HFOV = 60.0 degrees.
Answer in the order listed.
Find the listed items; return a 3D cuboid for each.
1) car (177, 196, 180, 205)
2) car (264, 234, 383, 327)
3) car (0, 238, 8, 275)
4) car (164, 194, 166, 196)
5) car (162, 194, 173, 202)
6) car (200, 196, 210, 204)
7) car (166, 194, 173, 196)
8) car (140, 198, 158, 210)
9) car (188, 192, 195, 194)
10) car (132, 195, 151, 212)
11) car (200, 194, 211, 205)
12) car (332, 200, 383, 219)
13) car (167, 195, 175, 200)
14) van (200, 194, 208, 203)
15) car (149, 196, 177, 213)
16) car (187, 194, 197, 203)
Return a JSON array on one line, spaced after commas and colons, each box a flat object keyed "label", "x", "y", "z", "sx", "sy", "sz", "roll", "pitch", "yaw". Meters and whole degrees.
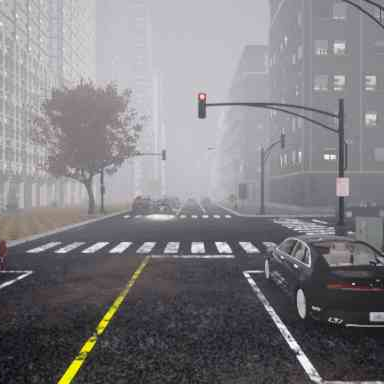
[{"label": "car", "x": -3.160, "y": 1.623, "z": 47.931, "sx": 1.895, "sy": 1.301, "sz": 4.718, "roll": 0, "pitch": 0, "yaw": 0}, {"label": "car", "x": 2.679, "y": 1.550, "z": 6.946, "sx": 2.008, "sy": 1.369, "sz": 4.403, "roll": 0, "pitch": 0, "yaw": 0}, {"label": "car", "x": -5.701, "y": 1.544, "z": 6.936, "sx": 1.887, "sy": 1.381, "sz": 4.507, "roll": 0, "pitch": 0, "yaw": 0}, {"label": "car", "x": -5.786, "y": 1.616, "z": 72.461, "sx": 1.947, "sy": 1.339, "sz": 4.313, "roll": 0, "pitch": 0, "yaw": 0}, {"label": "car", "x": -5.793, "y": 1.373, "z": 77.983, "sx": 2.192, "sy": 1.841, "sz": 5.009, "roll": 0, "pitch": 0, "yaw": 0}, {"label": "car", "x": 2.602, "y": 1.567, "z": 67.118, "sx": 1.752, "sy": 1.417, "sz": 4.829, "roll": 0, "pitch": 0, "yaw": 0}, {"label": "car", "x": -3.148, "y": 1.512, "z": 60.257, "sx": 1.882, "sy": 1.535, "sz": 5.008, "roll": 0, "pitch": 1, "yaw": 0}, {"label": "car", "x": -5.750, "y": 1.585, "z": 44.847, "sx": 1.947, "sy": 1.339, "sz": 4.313, "roll": 0, "pitch": 0, "yaw": 0}, {"label": "car", "x": -0.102, "y": 1.135, "z": 79.105, "sx": 2.150, "sy": 2.045, "sz": 5.566, "roll": 0, "pitch": 0, "yaw": 0}, {"label": "car", "x": -5.743, "y": 1.330, "z": 39.324, "sx": 2.192, "sy": 1.841, "sz": 5.009, "roll": 0, "pitch": 0, "yaw": 0}, {"label": "car", "x": 2.610, "y": 1.601, "z": 61.425, "sx": 1.947, "sy": 1.339, "sz": 4.313, "roll": 0, "pitch": 0, "yaw": 0}, {"label": "car", "x": 13.391, "y": 1.346, "z": 26.366, "sx": 4.403, "sy": 1.369, "sz": 2.008, "roll": -1, "pitch": 1, "yaw": -1}, {"label": "car", "x": -5.814, "y": 1.639, "z": 94.552, "sx": 2.008, "sy": 1.369, "sz": 4.403, "roll": 0, "pitch": 0, "yaw": 0}, {"label": "van", "x": 2.595, "y": 1.391, "z": 72.472, "sx": 1.690, "sy": 1.788, "sz": 3.998, "roll": 0, "pitch": 0, "yaw": 0}, {"label": "car", "x": -3.147, "y": 1.505, "z": 37.139, "sx": 2.128, "sy": 1.511, "sz": 4.902, "roll": 0, "pitch": 0, "yaw": 0}, {"label": "car", "x": -0.089, "y": 1.592, "z": 68.653, "sx": 2.033, "sy": 1.411, "sz": 5.357, "roll": 0, "pitch": 0, "yaw": 0}]
